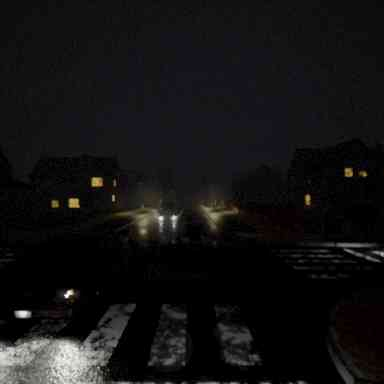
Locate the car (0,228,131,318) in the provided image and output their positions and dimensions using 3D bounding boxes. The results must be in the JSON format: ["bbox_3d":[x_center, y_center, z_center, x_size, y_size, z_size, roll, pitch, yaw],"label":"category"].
[{"bbox_3d":[-2.757,1.635,8.088,2.033,1.411,5.357,0,-1,0],"label":"car"}]

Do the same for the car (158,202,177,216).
[{"bbox_3d":[-2.809,1.976,39.396,1.837,1.490,4.892,0,0,0],"label":"car"}]
